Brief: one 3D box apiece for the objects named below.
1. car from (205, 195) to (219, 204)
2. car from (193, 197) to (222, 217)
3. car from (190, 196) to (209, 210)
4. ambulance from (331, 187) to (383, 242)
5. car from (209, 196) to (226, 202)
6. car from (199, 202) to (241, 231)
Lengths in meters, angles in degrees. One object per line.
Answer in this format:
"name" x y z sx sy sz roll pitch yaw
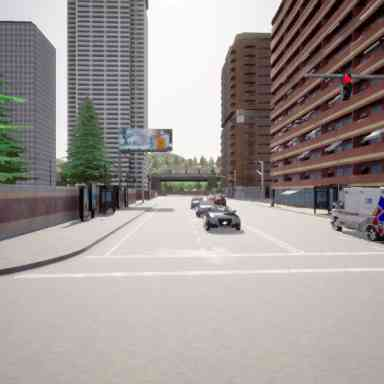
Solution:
"car" 3.594 1.386 60.294 1.882 1.535 5.008 0 0 -3
"car" 1.316 1.484 30.380 1.812 1.442 4.674 0 0 -3
"car" 0.768 1.444 42.987 1.837 1.490 4.892 0 0 -2
"ambulance" 9.037 1.015 16.191 2.351 2.431 6.366 0 0 -3
"car" 4.075 1.401 50.478 1.882 1.535 5.008 0 0 -2
"car" 1.742 1.538 20.466 1.994 1.385 4.181 0 0 -3
